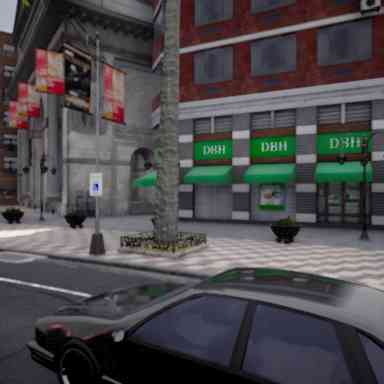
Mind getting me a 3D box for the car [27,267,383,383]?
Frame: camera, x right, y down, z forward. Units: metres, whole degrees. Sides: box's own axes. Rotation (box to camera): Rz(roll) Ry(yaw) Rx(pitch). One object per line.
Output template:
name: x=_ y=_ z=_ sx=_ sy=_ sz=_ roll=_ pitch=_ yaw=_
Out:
car: x=0.674 y=1.544 z=3.319 sx=5.357 sy=1.411 sz=2.033 roll=0 pitch=0 yaw=32
